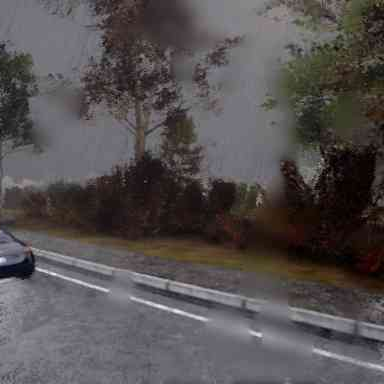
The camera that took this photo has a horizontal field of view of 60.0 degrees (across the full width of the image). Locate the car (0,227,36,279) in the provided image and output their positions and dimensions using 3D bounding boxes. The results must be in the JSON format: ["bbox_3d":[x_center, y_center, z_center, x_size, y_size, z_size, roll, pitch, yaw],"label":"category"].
[{"bbox_3d":[-6.051,1.586,9.132,4.181,1.385,1.994,0,0,41],"label":"car"}]
